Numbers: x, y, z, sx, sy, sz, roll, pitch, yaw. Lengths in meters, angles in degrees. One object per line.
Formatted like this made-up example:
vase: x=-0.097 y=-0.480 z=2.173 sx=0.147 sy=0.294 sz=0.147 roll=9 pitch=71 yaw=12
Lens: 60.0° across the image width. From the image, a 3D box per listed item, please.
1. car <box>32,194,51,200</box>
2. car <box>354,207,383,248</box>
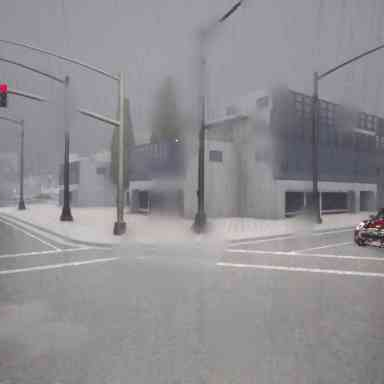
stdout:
car: x=-39.372 y=1.405 z=87.099 sx=4.892 sy=1.490 sz=1.837 roll=0 pitch=0 yaw=9
car: x=8.850 y=1.391 z=14.103 sx=4.553 sy=1.767 sz=2.097 roll=0 pitch=0 yaw=-37
